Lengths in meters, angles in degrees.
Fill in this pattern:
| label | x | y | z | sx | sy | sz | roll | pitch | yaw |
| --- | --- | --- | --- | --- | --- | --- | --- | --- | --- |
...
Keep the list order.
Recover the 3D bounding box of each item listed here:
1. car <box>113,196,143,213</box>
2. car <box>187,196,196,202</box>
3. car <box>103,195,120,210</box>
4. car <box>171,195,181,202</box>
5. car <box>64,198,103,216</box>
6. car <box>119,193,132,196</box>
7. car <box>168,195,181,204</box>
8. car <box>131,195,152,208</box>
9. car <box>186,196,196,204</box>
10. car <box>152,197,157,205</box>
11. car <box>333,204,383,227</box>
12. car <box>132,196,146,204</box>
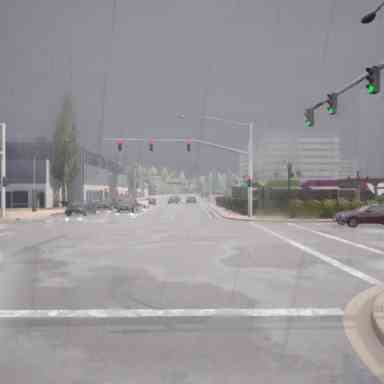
| label | x | y | z | sx | sy | sz | roll | pitch | yaw |
| --- | --- | --- | --- | --- | --- | --- | --- | --- | --- |
| car | -7.175 | 1.505 | 37.651 | 1.837 | 1.490 | 4.892 | 0 | 0 | 0 |
| car | -0.149 | 1.468 | 74.848 | 1.895 | 1.301 | 4.718 | 0 | 0 | 0 |
| car | -10.683 | 1.505 | 42.113 | 1.837 | 1.490 | 4.892 | 0 | 0 | 0 |
| car | -3.649 | 1.425 | 74.809 | 1.994 | 1.385 | 4.181 | 0 | 0 | 0 |
| car | -10.665 | 1.547 | 32.557 | 2.033 | 1.411 | 5.357 | 0 | 0 | 0 |
| car | -10.697 | 1.221 | 52.717 | 2.150 | 2.045 | 5.566 | 0 | 0 | 0 |
| car | -3.629 | 1.547 | 64.536 | 2.033 | 1.411 | 5.357 | 0 | 0 | 0 |
| car | -7.187 | 1.526 | 46.837 | 1.812 | 1.442 | 4.674 | 0 | 0 | 0 |
| car | -0.129 | 1.491 | 64.543 | 2.128 | 1.511 | 4.902 | 0 | 0 | 0 |
| car | -7.195 | 1.564 | 56.797 | 1.994 | 1.385 | 4.181 | 0 | 0 | 0 |
| car | 11.762 | 1.526 | 21.899 | 4.674 | 1.442 | 1.812 | 0 | 0 | 1 |
| car | -10.641 | 1.547 | 67.509 | 2.033 | 1.411 | 5.357 | 0 | 0 | 0 |
